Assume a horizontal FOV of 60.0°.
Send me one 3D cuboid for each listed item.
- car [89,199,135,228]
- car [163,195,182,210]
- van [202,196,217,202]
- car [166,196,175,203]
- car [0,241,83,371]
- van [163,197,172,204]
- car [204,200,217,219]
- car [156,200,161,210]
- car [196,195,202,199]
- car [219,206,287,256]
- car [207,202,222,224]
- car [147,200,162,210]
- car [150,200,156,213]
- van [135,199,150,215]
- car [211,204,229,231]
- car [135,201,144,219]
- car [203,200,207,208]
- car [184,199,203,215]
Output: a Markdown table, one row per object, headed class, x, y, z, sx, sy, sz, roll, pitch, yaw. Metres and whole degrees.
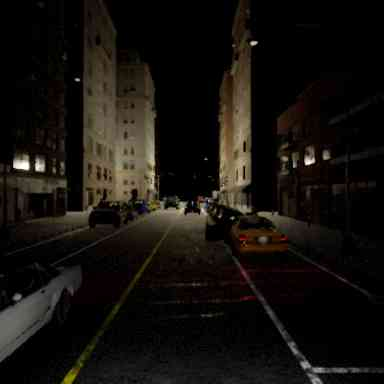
| class | x | y | z | sx | sy | sz | roll | pitch | yaw |
| --- | --- | --- | --- | --- | --- | --- | --- | --- | --- |
| car | -5.856 | 1.525 | 24.043 | 2.192 | 1.841 | 5.009 | 0 | 0 | 0 |
| car | -3.023 | 1.651 | 50.187 | 2.150 | 2.045 | 5.566 | 0 | -1 | 1 |
| van | 2.672 | 1.741 | 46.731 | 1.690 | 1.788 | 3.998 | 0 | 0 | 0 |
| car | -5.850 | 2.044 | 90.751 | 2.192 | 1.841 | 5.009 | 0 | 0 | 0 |
| car | -3.100 | 1.641 | 4.399 | 1.895 | 1.301 | 4.718 | 0 | -1 | 0 |
| van | -5.851 | 1.989 | 79.578 | 1.690 | 1.788 | 3.998 | 0 | 0 | 0 |
| car | 2.671 | 1.860 | 35.390 | 2.008 | 1.369 | 4.403 | 0 | 0 | 0 |
| car | -5.854 | 1.923 | 46.545 | 1.752 | 1.417 | 4.829 | 0 | 0 | 0 |
| car | 2.674 | 2.089 | 79.594 | 1.967 | 1.590 | 4.097 | 0 | 0 | 0 |
| car | 2.352 | 1.576 | 13.546 | 1.801 | 1.575 | 5.366 | 0 | -1 | 0 |
| car | 2.670 | 1.826 | 29.721 | 1.947 | 1.339 | 4.313 | 0 | 0 | 0 |
| car | -5.853 | 1.993 | 52.382 | 2.008 | 1.369 | 4.403 | 0 | 0 | 0 |
| car | -5.854 | 1.879 | 40.876 | 1.752 | 1.417 | 4.829 | 0 | 0 | 0 |
| van | -5.855 | 1.650 | 35.379 | 1.690 | 1.788 | 3.998 | 0 | 0 | 0 |
| car | 2.670 | 1.776 | 24.053 | 1.947 | 1.339 | 4.313 | 0 | 0 | 0 |
| car | -5.855 | 1.810 | 29.709 | 2.008 | 1.369 | 4.403 | 0 | 0 | 0 |
| car | 2.671 | 1.937 | 41.059 | 1.802 | 1.307 | 4.206 | 0 | 0 | 0 |
| car | 0.059 | 1.853 | 37.645 | 1.812 | 1.442 | 4.674 | 0 | 0 | 0 |
